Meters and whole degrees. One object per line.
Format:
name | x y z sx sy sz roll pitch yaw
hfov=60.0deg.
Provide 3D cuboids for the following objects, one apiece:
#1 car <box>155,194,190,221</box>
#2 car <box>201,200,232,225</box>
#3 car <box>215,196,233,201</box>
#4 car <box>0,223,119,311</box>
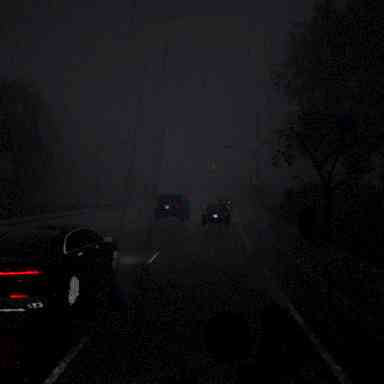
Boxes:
car | -1.472 1.177 26.591 2.150 2.045 5.566 0 0 7
car | 1.754 1.536 23.797 1.994 1.385 4.181 0 0 6
car | 3.842 1.242 40.451 2.097 1.767 4.553 0 0 8
car | -3.094 1.492 7.739 1.837 1.490 4.892 0 0 3
